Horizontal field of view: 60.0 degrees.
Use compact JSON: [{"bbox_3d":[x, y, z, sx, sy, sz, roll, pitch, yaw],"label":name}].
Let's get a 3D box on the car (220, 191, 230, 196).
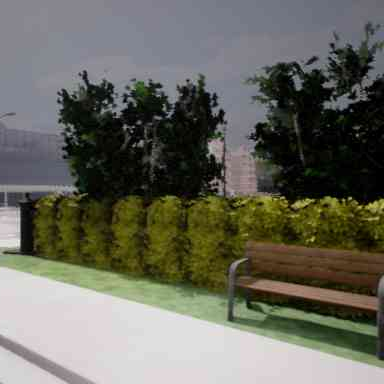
[{"bbox_3d":[5.859,0.623,66.659,2.097,1.767,4.553,0,1,35],"label":"car"}]
